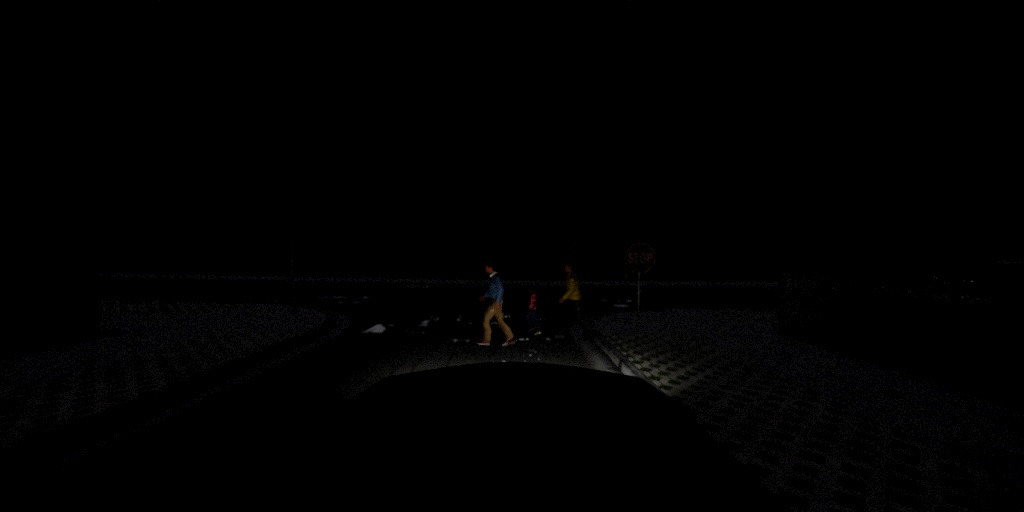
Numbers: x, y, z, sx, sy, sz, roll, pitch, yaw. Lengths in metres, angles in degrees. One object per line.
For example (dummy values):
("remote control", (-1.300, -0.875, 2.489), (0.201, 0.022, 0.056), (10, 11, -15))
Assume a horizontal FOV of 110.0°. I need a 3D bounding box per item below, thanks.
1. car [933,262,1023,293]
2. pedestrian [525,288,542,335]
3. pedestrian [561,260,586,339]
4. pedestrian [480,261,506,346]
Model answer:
("car", (23.321, 1.028, 17.252), (4.892, 1.490, 1.837), (-1, 2, 0))
("pedestrian", (0.529, 0.949, 8.705), (0.375, 1.860, 0.375), (-1, 2, 0))
("pedestrian", (1.381, 0.957, 8.106), (0.375, 1.860, 0.375), (-1, 2, 0))
("pedestrian", (-0.394, 0.965, 7.506), (0.375, 1.860, 0.375), (-1, 2, 0))
